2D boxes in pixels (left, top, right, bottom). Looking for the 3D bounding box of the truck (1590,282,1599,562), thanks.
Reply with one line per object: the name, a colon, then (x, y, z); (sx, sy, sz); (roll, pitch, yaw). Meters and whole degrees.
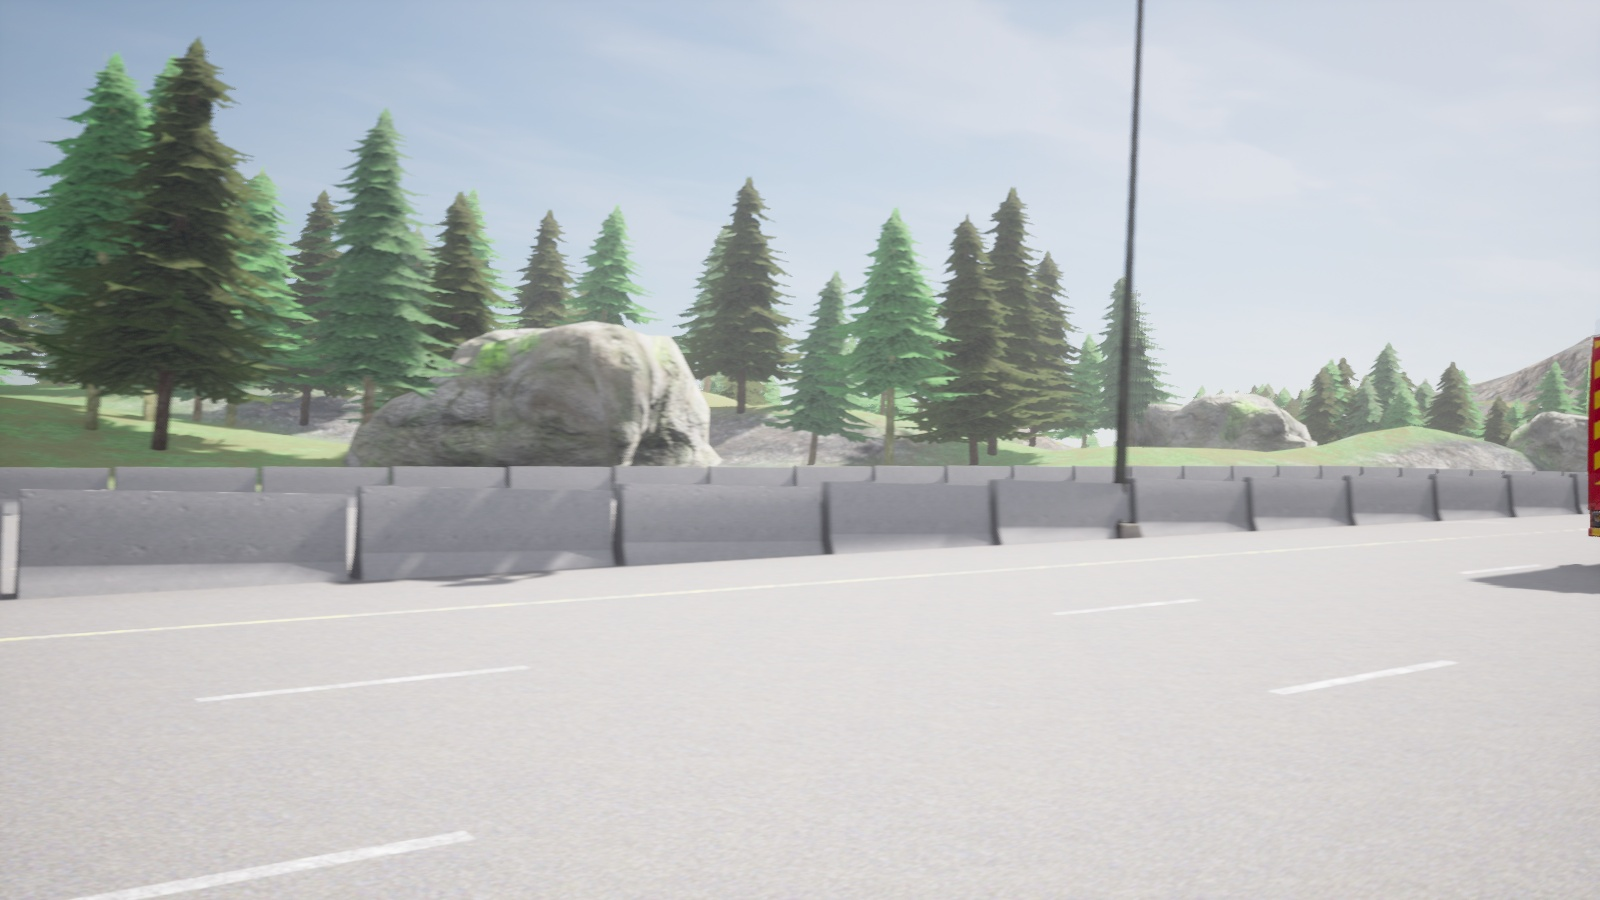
truck: (15.148, -0.388, 18.471); (8.468, 3.827, 2.891); (0, 0, -35)
